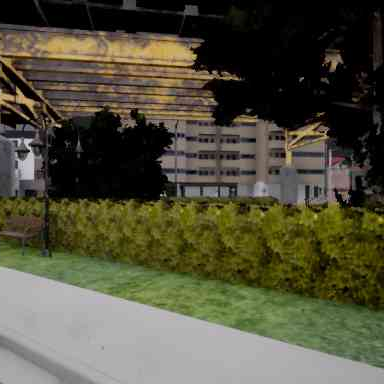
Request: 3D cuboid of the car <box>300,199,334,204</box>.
[{"bbox_3d":[12.840,1.477,34.592,5.008,1.535,1.882,0,0,-9],"label":"car"}]
